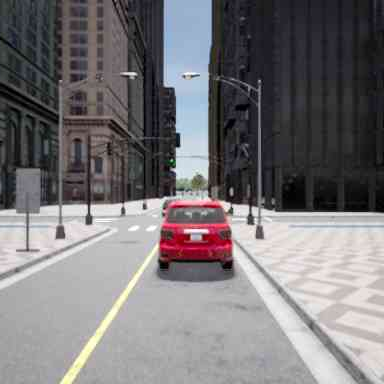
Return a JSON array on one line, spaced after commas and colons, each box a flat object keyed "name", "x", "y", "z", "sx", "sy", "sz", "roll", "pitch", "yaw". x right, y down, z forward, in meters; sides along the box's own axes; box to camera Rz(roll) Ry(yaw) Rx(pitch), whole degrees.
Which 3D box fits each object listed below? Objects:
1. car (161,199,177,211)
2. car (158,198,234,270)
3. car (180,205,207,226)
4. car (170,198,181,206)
[{"name": "car", "x": -3.061, "y": 1.753, "z": 45.816, "sx": 1.837, "sy": 1.490, "sz": 4.892, "roll": 0, "pitch": 0, "yaw": 0}, {"name": "car", "x": 0.106, "y": 1.285, "z": 11.399, "sx": 2.150, "sy": 2.045, "sz": 5.566, "roll": 0, "pitch": 0, "yaw": 0}, {"name": "car", "x": 0.115, "y": 1.726, "z": 25.875, "sx": 1.895, "sy": 1.301, "sz": 4.718, "roll": 0, "pitch": 0, "yaw": 0}, {"name": "car", "x": -2.981, "y": 1.868, "z": 62.688, "sx": 1.812, "sy": 1.442, "sz": 4.674, "roll": 0, "pitch": 0, "yaw": 1}]
